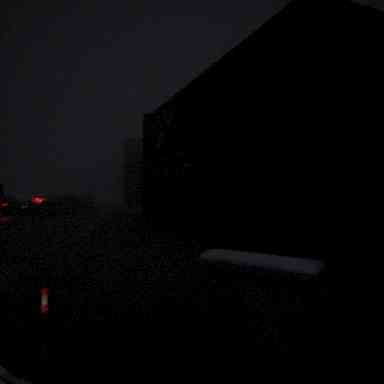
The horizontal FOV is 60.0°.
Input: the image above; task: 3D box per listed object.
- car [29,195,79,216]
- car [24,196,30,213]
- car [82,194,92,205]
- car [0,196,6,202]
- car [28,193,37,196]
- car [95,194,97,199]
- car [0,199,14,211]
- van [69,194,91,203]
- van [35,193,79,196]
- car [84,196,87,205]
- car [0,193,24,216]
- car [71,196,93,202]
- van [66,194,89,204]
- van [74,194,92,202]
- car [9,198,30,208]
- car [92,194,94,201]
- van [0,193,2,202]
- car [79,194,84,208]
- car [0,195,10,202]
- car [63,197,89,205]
[{"bbox_3d":[-16.225,1.606,39.362,4.553,1.767,2.185,1,0,-14],"label":"car"},{"bbox_3d":[-22.633,1.695,45.511,2.128,1.511,4.902,1,0,-14],"label":"car"},{"bbox_3d":[-21.779,1.471,61.027,5.566,2.045,2.435,1,0,-14],"label":"car"},{"bbox_3d":[-47.141,1.562,79.006,4.674,1.452,2.002,1,0,-14],"label":"car"},{"bbox_3d":[-25.202,1.413,55.482,2.150,2.045,5.566,1,0,-14],"label":"car"},{"bbox_3d":[-27.897,1.498,85.151,5.566,2.045,2.435,1,0,-14],"label":"car"},{"bbox_3d":[-25.466,1.673,44.488,1.837,1.490,4.892,1,0,-14],"label":"car"},{"bbox_3d":[-25.024,1.502,74.410,4.442,1.987,1.878,1,0,-14],"label":"van"},{"bbox_3d":[-17.083,1.512,42.145,4.442,1.987,1.878,1,0,-14],"label":"van"},{"bbox_3d":[-19.027,1.734,50.256,5.008,1.535,2.097,1,0,-14],"label":"car"},{"bbox_3d":[-20.102,1.406,35.570,2.150,2.045,5.566,1,0,-14],"label":"car"},{"bbox_3d":[-27.195,1.743,82.460,4.892,1.521,2.231,1,0,-14],"label":"car"},{"bbox_3d":[-24.567,1.496,71.661,4.442,1.987,1.878,1,0,-14],"label":"van"},{"bbox_3d":[-28.666,1.532,87.822,4.442,1.987,1.878,1,0,-14],"label":"van"},{"bbox_3d":[-27.910,1.757,53.936,1.895,1.301,4.718,1,0,-14],"label":"car"},{"bbox_3d":[-23.743,1.471,69.001,5.566,2.045,2.435,1,0,-14],"label":"car"},{"bbox_3d":[-46.377,1.290,76.485,4.442,1.987,1.878,1,0,-14],"label":"van"},{"bbox_3d":[-18.277,1.613,47.450,4.553,1.767,2.185,1,0,-14],"label":"car"},{"bbox_3d":[-48.003,1.526,81.633,5.366,1.575,1.946,1,0,-14],"label":"car"},{"bbox_3d":[-23.093,1.761,66.299,4.674,1.452,2.002,1,0,-14],"label":"car"}]
